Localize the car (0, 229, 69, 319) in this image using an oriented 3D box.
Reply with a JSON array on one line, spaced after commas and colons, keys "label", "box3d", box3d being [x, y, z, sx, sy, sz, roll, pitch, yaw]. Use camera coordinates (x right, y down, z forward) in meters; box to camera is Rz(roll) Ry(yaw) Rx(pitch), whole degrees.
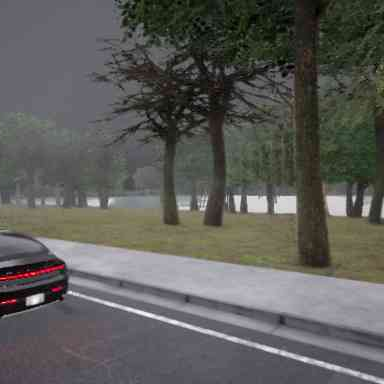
[{"label": "car", "box3d": [-4.564, 1.539, 6.945, 4.892, 1.490, 1.837, 0, 0, 36]}]
